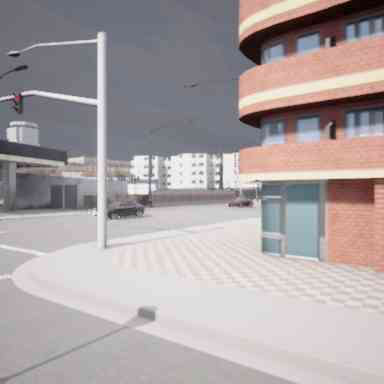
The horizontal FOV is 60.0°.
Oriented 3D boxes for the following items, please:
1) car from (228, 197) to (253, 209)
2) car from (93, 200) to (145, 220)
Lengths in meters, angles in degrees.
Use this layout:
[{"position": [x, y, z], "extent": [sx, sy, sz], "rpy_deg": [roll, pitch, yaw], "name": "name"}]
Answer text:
[{"position": [6.853, 1.481, 47.000], "extent": [1.882, 1.535, 5.008], "rpy_deg": [0, 0, 35], "name": "car"}, {"position": [-6.106, 1.507, 28.261], "extent": [1.837, 1.490, 4.892], "rpy_deg": [0, 0, 35], "name": "car"}]
